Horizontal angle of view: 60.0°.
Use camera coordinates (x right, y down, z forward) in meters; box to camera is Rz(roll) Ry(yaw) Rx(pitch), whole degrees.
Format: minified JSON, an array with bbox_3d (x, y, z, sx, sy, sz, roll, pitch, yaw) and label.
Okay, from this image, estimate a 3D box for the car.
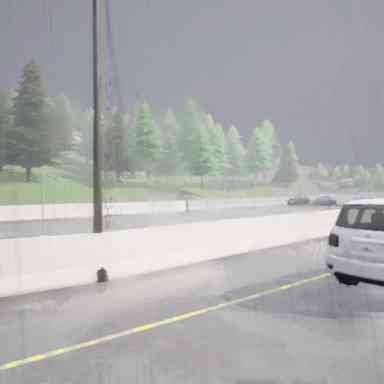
[{"bbox_3d":[5.437,1.151,8.015,5.566,2.045,2.150,-1,0,-39],"label":"car"}]
